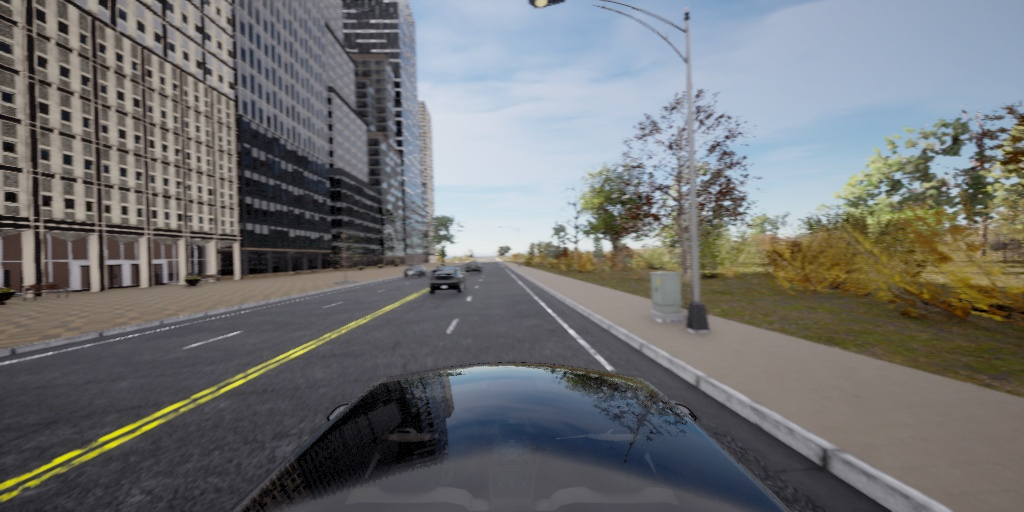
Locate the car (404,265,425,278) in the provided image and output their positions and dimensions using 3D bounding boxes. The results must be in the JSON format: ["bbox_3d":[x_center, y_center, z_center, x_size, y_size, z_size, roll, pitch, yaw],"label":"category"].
[{"bbox_3d":[-11.535,1.793,42.879,2.128,1.511,4.902,-2,0,-2],"label":"car"}]

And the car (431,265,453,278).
[{"bbox_3d":[-8.269,1.789,42.646,1.895,1.301,4.718,-2,0,-2],"label":"car"}]

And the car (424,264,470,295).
[{"bbox_3d":[-3.874,1.464,22.202,1.837,1.490,4.892,-2,0,-3],"label":"car"}]

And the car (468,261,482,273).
[{"bbox_3d":[-5.198,1.459,49.285,2.097,1.767,4.553,-2,0,-3],"label":"car"}]
